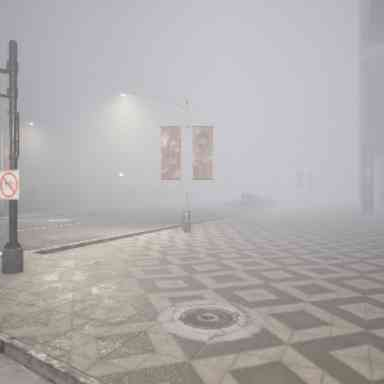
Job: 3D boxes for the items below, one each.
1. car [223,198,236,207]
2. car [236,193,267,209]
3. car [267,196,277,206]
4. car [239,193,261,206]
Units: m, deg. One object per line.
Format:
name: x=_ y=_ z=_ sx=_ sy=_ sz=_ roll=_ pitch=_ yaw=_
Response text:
car: x=6.222 y=1.570 z=49.009 sx=1.895 sy=1.301 sz=4.718 roll=0 pitch=0 yaw=27
car: x=8.272 y=1.188 z=45.791 sx=2.150 sy=2.045 sz=5.566 roll=0 pitch=0 yaw=27
car: x=12.793 y=1.448 z=55.117 sx=2.128 sy=1.511 sz=4.902 roll=0 pitch=0 yaw=26
car: x=9.886 y=1.182 z=56.572 sx=2.150 sy=2.045 sz=5.566 roll=0 pitch=0 yaw=26
